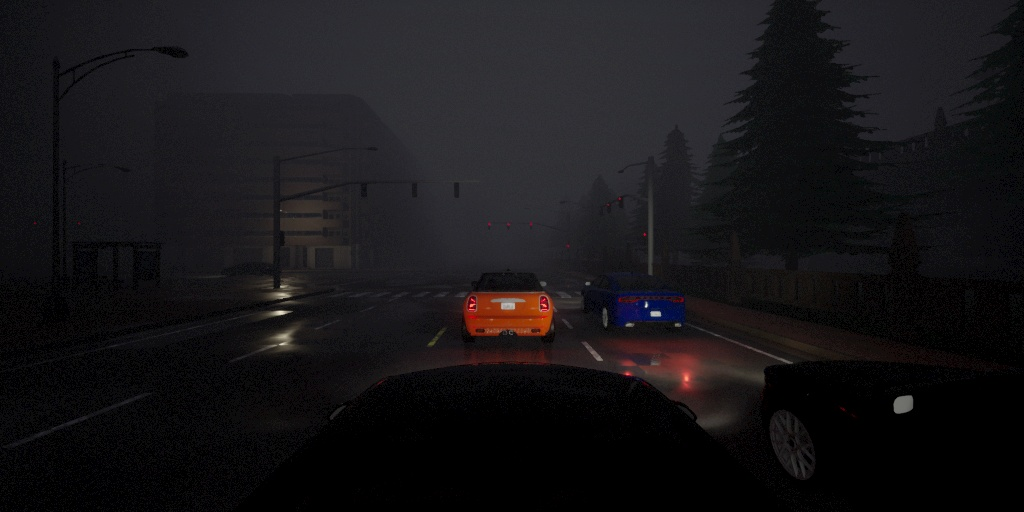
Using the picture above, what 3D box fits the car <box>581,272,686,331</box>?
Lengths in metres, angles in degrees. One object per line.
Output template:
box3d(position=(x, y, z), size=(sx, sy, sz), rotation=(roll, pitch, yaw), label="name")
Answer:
box3d(position=(3.416, 1.228, 11.023), size=(1.882, 1.535, 5.008), rotation=(0, 0, 0), label="car")

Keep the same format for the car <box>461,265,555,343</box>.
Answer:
box3d(position=(-0.083, 1.102, 9.878), size=(2.097, 1.767, 4.553), rotation=(0, 0, 0), label="car")

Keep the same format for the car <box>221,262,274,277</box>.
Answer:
box3d(position=(-26.124, 1.310, 35.749), size=(4.892, 1.490, 1.837), rotation=(0, 0, -1), label="car")

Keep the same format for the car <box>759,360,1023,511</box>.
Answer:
box3d(position=(3.288, 1.228, 1.497), size=(1.882, 1.535, 5.008), rotation=(0, 0, 3), label="car")
